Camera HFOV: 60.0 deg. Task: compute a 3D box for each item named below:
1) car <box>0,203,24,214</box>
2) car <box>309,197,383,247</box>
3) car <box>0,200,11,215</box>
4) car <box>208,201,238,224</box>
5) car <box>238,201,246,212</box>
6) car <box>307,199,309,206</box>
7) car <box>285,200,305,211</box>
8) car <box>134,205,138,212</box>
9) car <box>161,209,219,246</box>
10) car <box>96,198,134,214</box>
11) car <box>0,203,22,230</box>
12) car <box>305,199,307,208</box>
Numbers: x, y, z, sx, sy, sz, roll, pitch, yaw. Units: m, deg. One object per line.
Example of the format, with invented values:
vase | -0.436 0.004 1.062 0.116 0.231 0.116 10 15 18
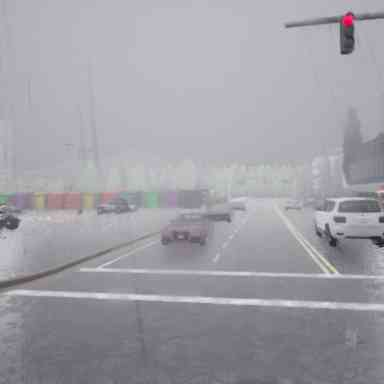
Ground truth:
car | -26.252 2.288 47.212 3.905 1.438 1.784 -1 -1 11
car | 7.168 1.267 15.512 2.150 2.045 5.566 -1 -1 12
car | -26.877 2.059 44.384 4.605 1.855 1.932 -1 -1 11
car | 2.472 1.727 27.854 1.882 1.535 5.008 -1 -1 12
car | 6.139 1.918 44.080 1.994 1.385 4.181 -1 -1 13
car | 16.945 1.718 43.783 2.033 1.411 5.357 -1 -1 13
car | 13.594 1.838 44.821 1.895 1.301 4.718 -1 -1 13
car | -9.111 2.000 43.866 3.806 1.475 1.970 -1 -1 11
car | -0.070 1.737 16.172 1.994 1.385 4.181 -1 -1 12
car | -9.684 1.742 41.029 3.866 1.878 1.905 -1 -1 11
car | -13.431 1.608 21.767 3.866 1.878 1.905 -1 -1 11
car | 19.023 1.759 53.360 1.812 1.442 4.674 -1 -1 13
